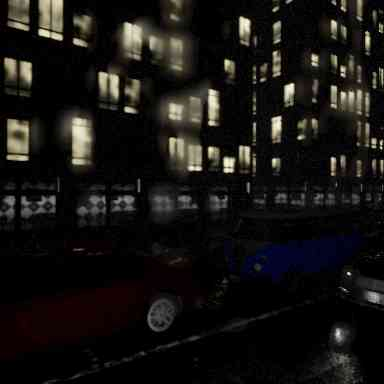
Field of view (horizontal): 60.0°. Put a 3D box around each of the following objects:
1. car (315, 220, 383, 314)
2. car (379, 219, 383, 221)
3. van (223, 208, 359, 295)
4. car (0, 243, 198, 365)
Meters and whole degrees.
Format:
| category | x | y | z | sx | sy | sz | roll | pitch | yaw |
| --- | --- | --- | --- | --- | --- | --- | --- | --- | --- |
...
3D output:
| category | x | y | z | sx | sy | sz | roll | pitch | yaw |
| --- | --- | --- | --- | --- | --- | --- | --- | --- | --- |
| car | 5.021 | 1.488 | 6.958 | 4.902 | 1.511 | 2.128 | 0 | 0 | -35 |
| car | 7.267 | 1.576 | 11.735 | 4.206 | 1.307 | 1.802 | 0 | 0 | -35 |
| van | 2.633 | 1.338 | 8.430 | 3.998 | 1.788 | 1.690 | 0 | 0 | -35 |
| car | -2.003 | 1.544 | 5.126 | 4.507 | 1.381 | 1.887 | 0 | 0 | -35 |
